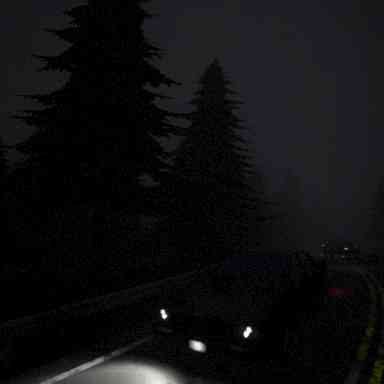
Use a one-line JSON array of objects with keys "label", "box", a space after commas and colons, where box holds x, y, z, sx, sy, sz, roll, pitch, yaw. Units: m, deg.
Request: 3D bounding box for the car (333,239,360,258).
[{"label": "car", "box": [11.303, 4.277, 25.358, 1.994, 1.385, 4.181, 0, -9, 13]}]

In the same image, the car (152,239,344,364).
[{"label": "car", "box": [1.516, 1.883, 6.836, 2.033, 1.411, 5.357, -2, -4, 33]}]

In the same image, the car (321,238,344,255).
[{"label": "car", "box": [16.882, 6.498, 39.851, 2.097, 1.767, 4.553, -1, -9, 28]}]
